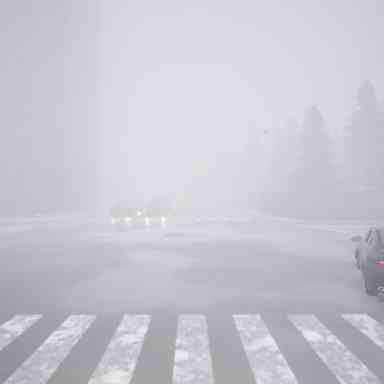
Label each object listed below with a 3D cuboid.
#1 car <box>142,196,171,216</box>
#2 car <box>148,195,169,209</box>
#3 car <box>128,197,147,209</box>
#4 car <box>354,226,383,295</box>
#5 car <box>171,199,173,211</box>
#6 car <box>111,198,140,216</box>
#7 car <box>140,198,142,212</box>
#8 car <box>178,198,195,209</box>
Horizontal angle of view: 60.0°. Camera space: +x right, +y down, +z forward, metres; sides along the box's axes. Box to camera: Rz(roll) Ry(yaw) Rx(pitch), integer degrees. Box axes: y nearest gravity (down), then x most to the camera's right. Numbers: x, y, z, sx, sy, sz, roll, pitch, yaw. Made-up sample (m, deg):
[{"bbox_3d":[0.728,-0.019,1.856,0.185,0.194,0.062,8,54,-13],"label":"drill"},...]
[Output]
[{"bbox_3d":[-3.630,1.601,35.049,2.097,1.767,4.553,0,0,-1],"label":"car"},{"bbox_3d":[-5.579,1.613,55.173,2.150,2.045,5.566,0,0,-20],"label":"car"},{"bbox_3d":[-8.850,1.734,53.781,2.097,1.767,4.553,0,0,-21],"label":"car"},{"bbox_3d":[5.354,1.601,8.527,1.837,1.490,4.892,-3,-2,24],"label":"car"},{"bbox_3d":[-3.828,1.538,44.613,2.150,2.045,5.566,0,0,-3],"label":"car"},{"bbox_3d":[-7.131,1.602,35.176,2.097,1.767,4.553,0,0,0],"label":"car"},{"bbox_3d":[-7.321,1.875,43.814,1.994,1.385,4.181,0,0,-3],"label":"car"},{"bbox_3d":[-0.931,1.720,51.822,2.097,1.767,4.553,0,0,-11],"label":"car"}]
